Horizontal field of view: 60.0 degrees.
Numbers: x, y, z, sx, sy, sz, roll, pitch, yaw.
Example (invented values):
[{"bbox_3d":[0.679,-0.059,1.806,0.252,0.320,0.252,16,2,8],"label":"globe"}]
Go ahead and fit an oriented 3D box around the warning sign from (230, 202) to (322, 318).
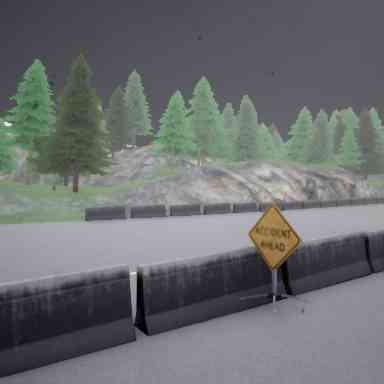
[{"bbox_3d":[1.552,1.130,6.270,1.060,1.860,1.300,0,0,-35],"label":"warning sign"}]
